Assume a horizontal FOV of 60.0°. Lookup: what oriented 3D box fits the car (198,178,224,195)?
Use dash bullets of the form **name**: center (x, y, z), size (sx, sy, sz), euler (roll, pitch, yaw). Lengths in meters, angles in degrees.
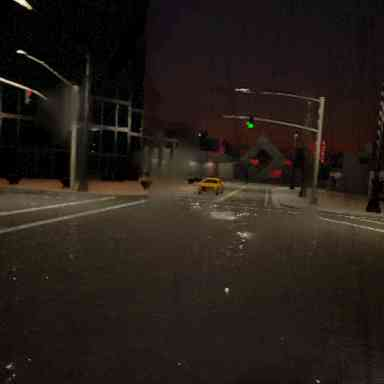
- **car**: center (1.982, -0.599, 32.592), size (1.882, 1.535, 5.008), euler (4, 4, 14)
